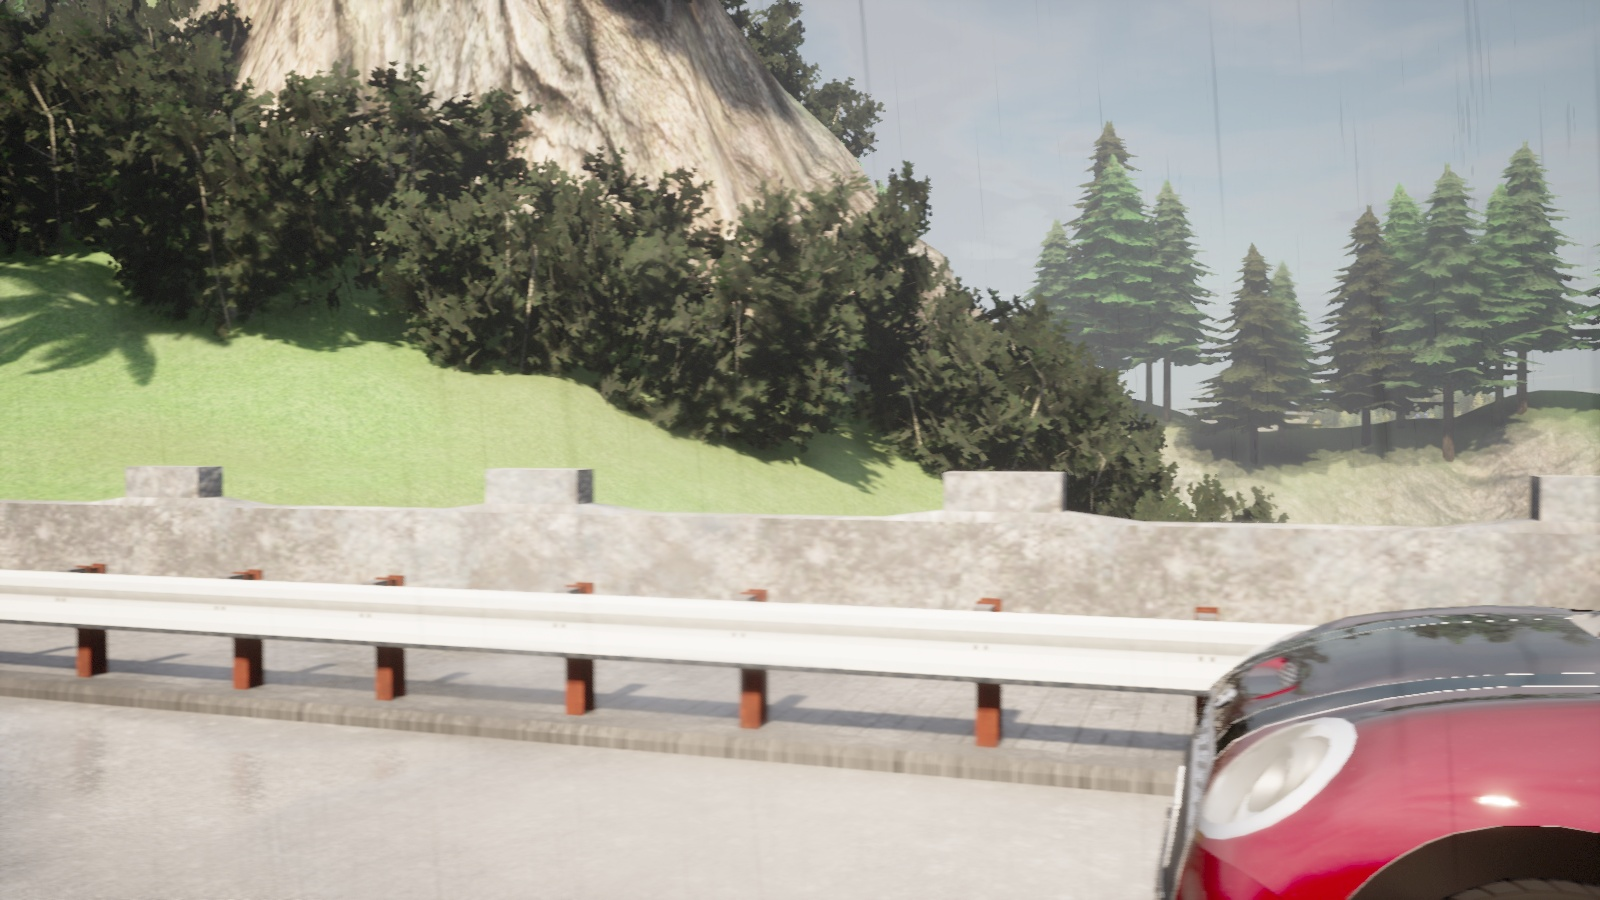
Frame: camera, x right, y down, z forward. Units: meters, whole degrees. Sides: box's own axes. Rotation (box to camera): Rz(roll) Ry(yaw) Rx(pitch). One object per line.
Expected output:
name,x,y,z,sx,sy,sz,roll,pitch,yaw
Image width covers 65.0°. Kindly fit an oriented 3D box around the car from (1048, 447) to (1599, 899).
car,2.615,0.756,2.841,3.806,1.475,1.970,1,1,19
